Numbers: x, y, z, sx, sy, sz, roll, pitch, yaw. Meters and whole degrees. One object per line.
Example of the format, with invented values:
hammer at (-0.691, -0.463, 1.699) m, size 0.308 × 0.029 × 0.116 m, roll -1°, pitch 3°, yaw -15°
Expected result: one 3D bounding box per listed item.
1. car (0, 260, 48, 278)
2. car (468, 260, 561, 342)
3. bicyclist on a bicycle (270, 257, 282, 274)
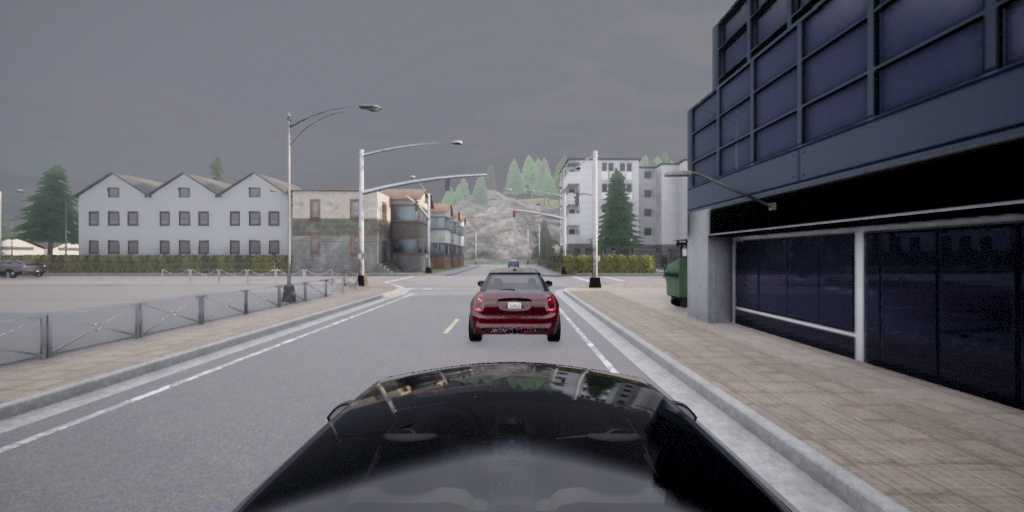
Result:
car at (-42.115, 1.063, 30.041) m, size 4.902 × 1.511 × 2.128 m, roll 0°, pitch 0°, yaw 0°
car at (0.081, 1.101, 9.970) m, size 2.097 × 1.767 × 4.553 m, roll 0°, pitch 0°, yaw 1°
bicyclist on a bicycle at (-22.227, 0.872, 33.802) m, size 0.582 × 1.620 × 1.656 m, roll 0°, pitch 0°, yaw 0°
